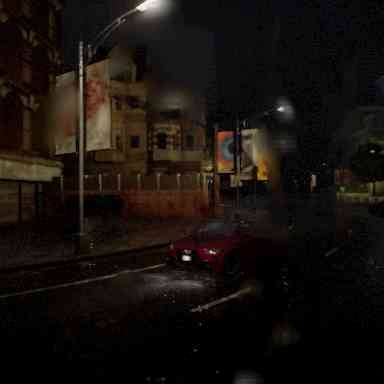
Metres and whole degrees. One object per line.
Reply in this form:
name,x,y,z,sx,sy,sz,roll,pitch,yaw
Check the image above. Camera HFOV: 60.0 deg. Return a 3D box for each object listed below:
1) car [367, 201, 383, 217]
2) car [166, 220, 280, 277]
car,18.106,1.564,31.327,1.994,1.385,4.181,0,0,9
car,1.124,1.598,10.532,1.994,1.385,4.181,0,0,40
